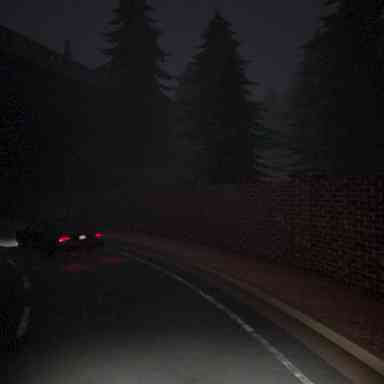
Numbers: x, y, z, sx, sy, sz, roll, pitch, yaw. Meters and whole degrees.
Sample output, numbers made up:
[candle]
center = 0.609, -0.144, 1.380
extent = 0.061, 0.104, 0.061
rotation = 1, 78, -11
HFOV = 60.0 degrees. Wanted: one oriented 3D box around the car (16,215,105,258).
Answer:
[car]
center = -5.459, 1.656, 13.375
extent = 2.033, 1.411, 5.357
rotation = -1, 0, -42
